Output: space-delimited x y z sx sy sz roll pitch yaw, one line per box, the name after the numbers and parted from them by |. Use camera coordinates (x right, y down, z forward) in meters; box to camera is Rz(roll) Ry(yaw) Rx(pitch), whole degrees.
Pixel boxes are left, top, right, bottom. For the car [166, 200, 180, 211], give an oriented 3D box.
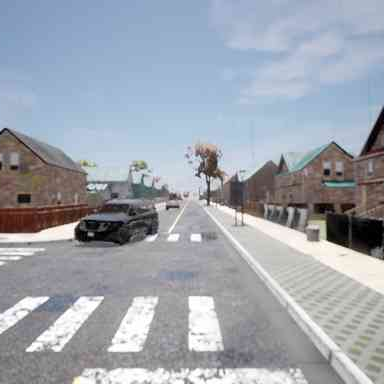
-2.714 1.867 47.681 1.994 1.385 4.181 0 -1 0 | car

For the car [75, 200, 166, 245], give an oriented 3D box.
-3.510 1.460 16.899 2.150 2.045 5.566 1 1 18 | car
